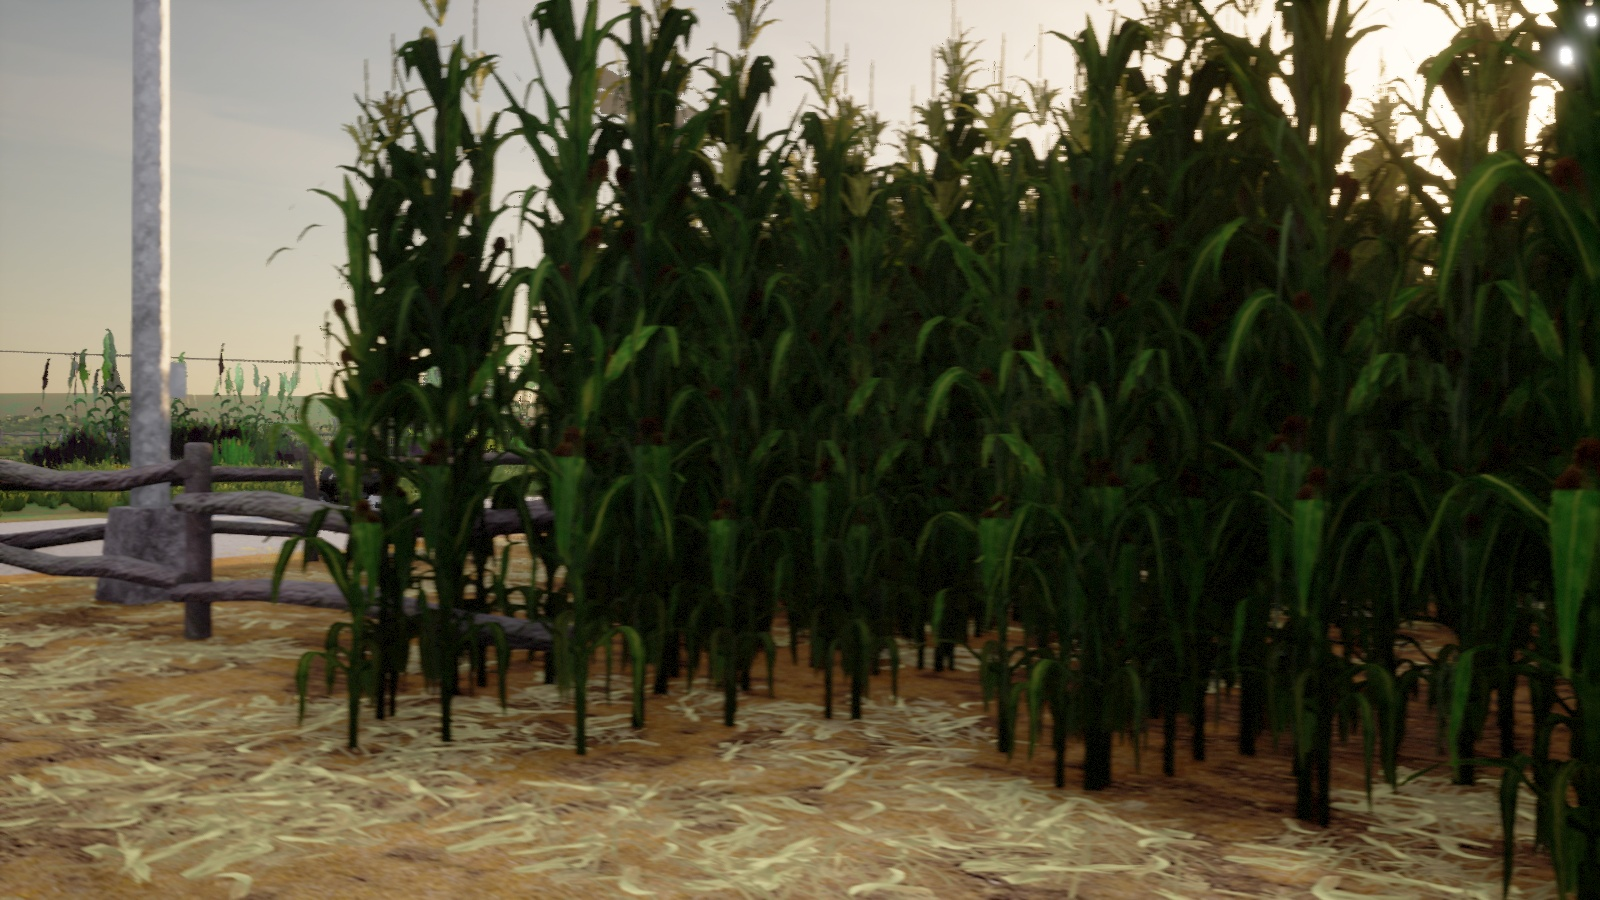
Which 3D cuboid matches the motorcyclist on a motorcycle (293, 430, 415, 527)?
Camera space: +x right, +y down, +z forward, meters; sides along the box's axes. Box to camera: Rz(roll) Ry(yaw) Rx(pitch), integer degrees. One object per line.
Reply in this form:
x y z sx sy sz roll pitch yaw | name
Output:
-7.706 0.458 21.750 0.866 1.590 1.817 0 1 34 | motorcyclist on a motorcycle

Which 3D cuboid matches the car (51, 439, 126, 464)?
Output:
-44.807 0.071 79.108 1.845 1.501 3.633 0 1 39 | car
